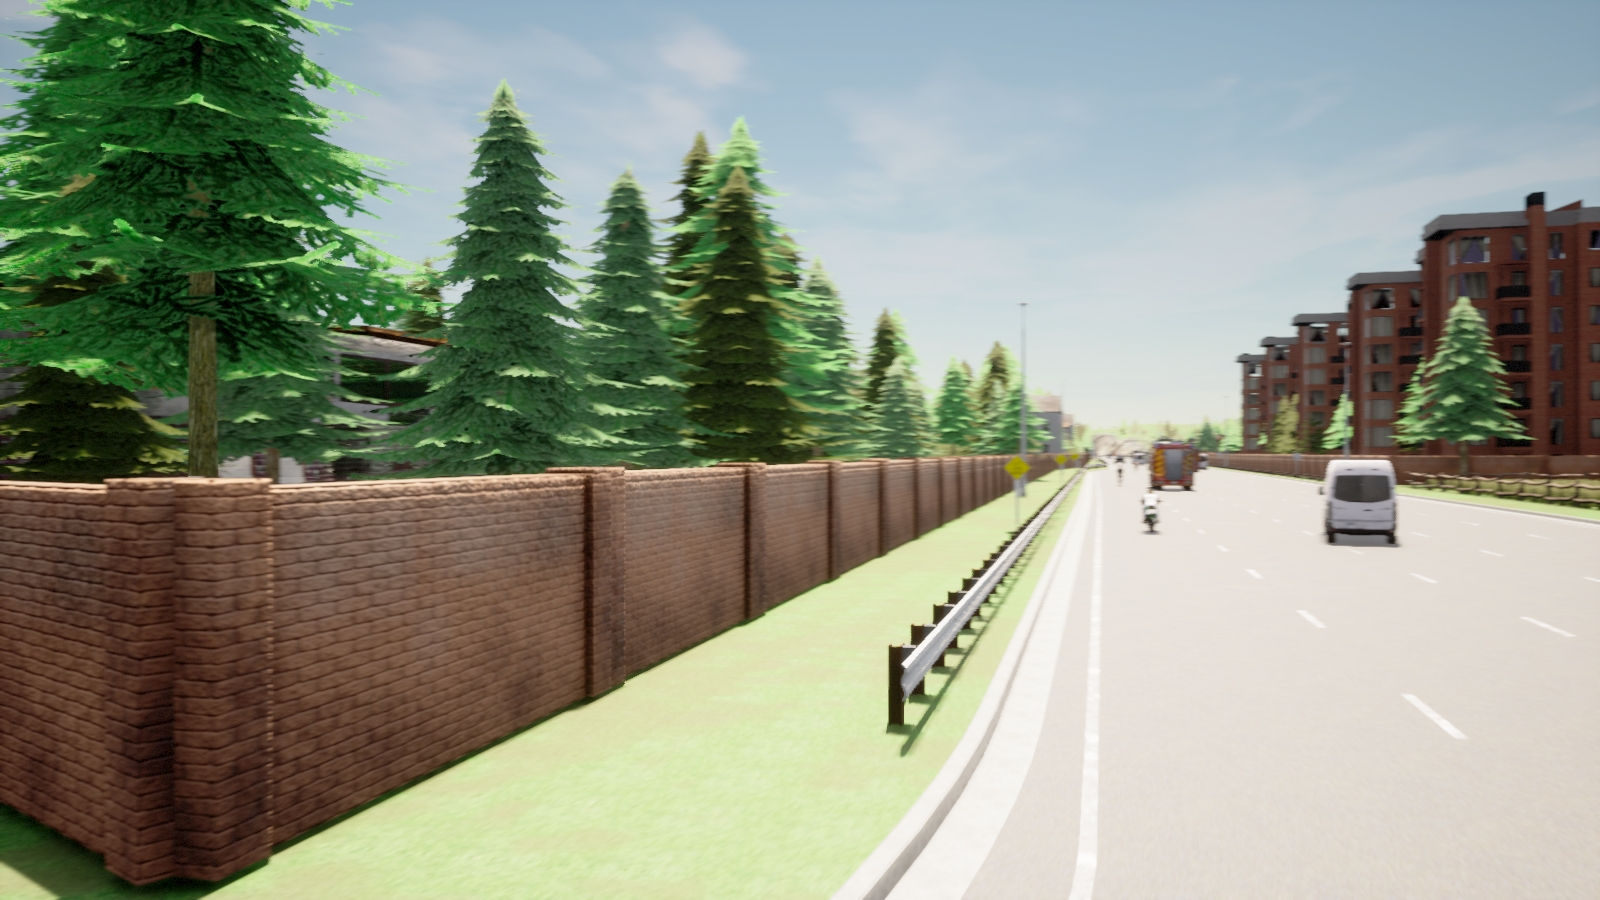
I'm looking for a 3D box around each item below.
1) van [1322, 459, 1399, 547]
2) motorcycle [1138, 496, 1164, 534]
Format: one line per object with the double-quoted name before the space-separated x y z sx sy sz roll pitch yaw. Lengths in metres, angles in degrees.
"van" 18.048 1.599 36.985 1.988 2.561 5.915 0 0 24
"motorcycle" 12.303 2.270 40.095 0.803 1.199 2.033 0 0 15
